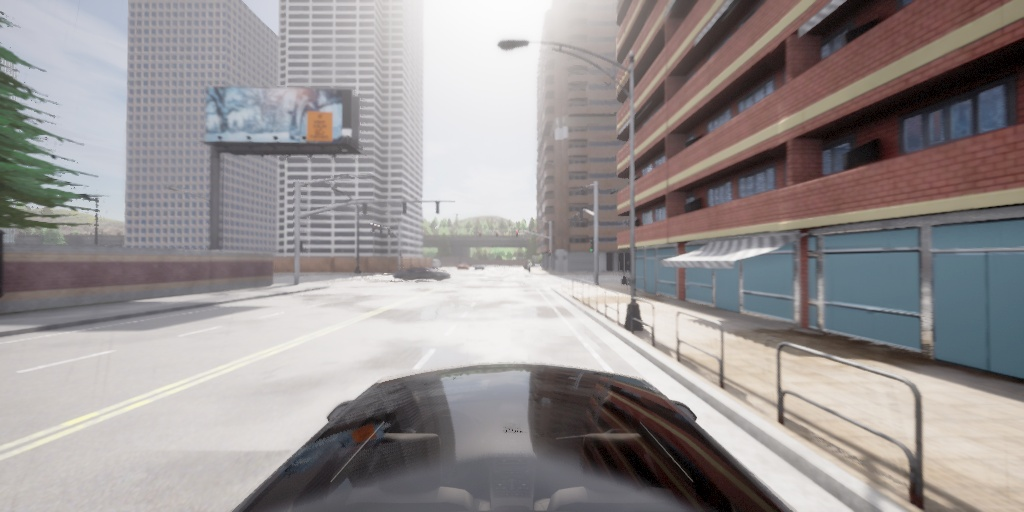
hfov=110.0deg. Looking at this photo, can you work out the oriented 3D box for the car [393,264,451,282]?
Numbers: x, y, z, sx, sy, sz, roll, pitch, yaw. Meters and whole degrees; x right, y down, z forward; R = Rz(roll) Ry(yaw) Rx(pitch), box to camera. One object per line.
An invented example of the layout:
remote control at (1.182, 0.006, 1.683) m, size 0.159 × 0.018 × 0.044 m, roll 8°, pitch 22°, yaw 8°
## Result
car at (-8.687, 1.752, 34.836) m, size 5.357 × 1.411 × 2.033 m, roll 0°, pitch -1°, yaw 0°
